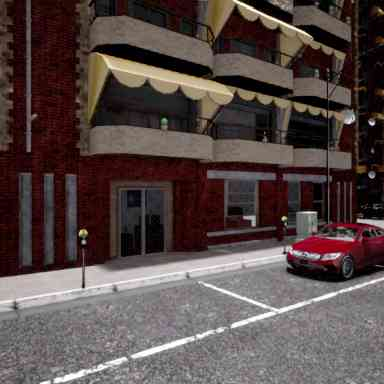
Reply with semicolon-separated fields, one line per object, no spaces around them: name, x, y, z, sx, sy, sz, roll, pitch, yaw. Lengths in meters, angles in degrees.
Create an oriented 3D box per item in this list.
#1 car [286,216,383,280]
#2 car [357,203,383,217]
car;4.631;1.582;9.914;4.206;1.307;1.802;0;0;-35
car;17.320;1.767;30.541;1.837;1.490;4.892;0;-2;-36
